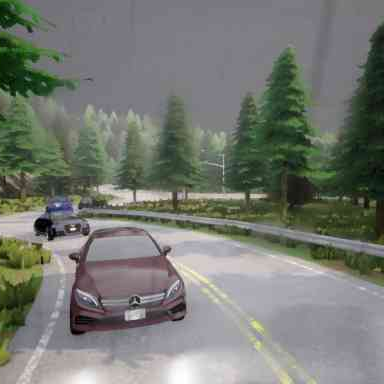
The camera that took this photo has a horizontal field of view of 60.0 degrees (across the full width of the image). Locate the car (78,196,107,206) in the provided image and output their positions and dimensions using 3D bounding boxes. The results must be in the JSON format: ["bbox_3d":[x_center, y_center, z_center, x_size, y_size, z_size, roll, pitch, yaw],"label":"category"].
[{"bbox_3d":[-12.643,1.287,42.797,2.097,1.767,4.553,2,2,13],"label":"car"}]

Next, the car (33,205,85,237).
[{"bbox_3d":[-7.023,1.664,17.742,1.994,1.385,4.181,-4,2,-38],"label":"car"}]

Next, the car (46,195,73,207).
[{"bbox_3d":[-12.805,1.325,32.213,2.150,2.045,5.566,-1,0,-18],"label":"car"}]

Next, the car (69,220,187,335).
[{"bbox_3d":[-1.509,1.522,7.034,1.812,1.442,4.674,-2,0,-17],"label":"car"}]
